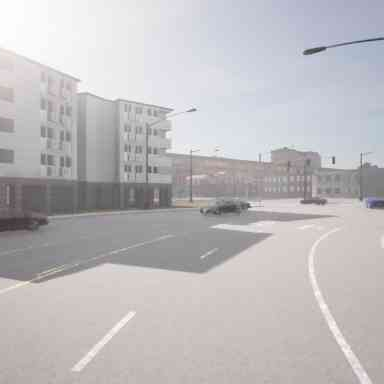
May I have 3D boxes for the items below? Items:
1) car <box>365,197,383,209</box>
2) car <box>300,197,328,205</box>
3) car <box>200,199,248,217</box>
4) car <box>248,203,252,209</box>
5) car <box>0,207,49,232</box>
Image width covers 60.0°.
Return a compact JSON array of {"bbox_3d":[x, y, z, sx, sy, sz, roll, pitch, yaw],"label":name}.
[{"bbox_3d":[24.770,1.456,44.892,1.882,1.535,5.008,0,0,19],"label":"car"},{"bbox_3d":[21.142,1.524,57.853,1.812,1.442,4.674,0,0,-41],"label":"car"},{"bbox_3d":[2.829,1.493,31.844,2.128,1.511,4.902,0,0,43],"label":"car"},{"bbox_3d":[4.678,1.547,38.580,5.357,1.411,2.033,0,0,-41],"label":"car"},{"bbox_3d":[-10.261,1.547,17.864,2.033,1.411,5.357,0,0,22],"label":"car"}]
